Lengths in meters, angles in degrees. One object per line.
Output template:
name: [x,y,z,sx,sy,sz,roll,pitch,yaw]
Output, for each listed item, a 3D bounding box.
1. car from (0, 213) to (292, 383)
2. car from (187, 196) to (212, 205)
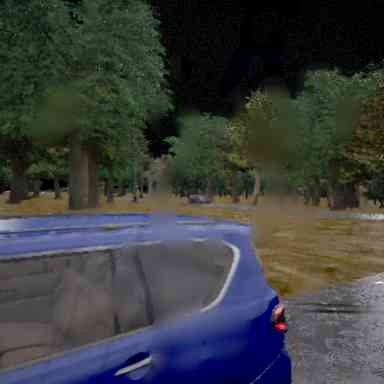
car: [-1.737,1.218,2.140,5.566,2.045,2.150,1,0,-35]
car: [1.088,1.239,50.599,1.994,1.385,4.181,0,1,-37]
